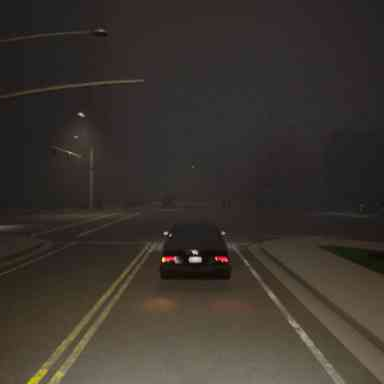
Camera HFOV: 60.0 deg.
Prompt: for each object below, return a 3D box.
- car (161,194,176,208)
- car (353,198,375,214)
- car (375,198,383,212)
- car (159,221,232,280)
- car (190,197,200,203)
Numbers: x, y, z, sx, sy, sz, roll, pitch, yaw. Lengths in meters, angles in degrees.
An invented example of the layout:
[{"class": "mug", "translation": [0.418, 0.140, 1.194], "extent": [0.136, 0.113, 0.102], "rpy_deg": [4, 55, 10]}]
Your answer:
[{"class": "car", "translation": [-3.603, 1.410, 51.695], "extent": [2.150, 2.045, 5.566], "rpy_deg": [0, 0, 0]}, {"class": "car", "translation": [20.212, 1.438, 36.533], "extent": [4.553, 1.767, 2.097], "rpy_deg": [0, 0, -1]}, {"class": "car", "translation": [21.805, 1.285, 33.047], "extent": [5.566, 2.045, 2.150], "rpy_deg": [0, 0, -1]}, {"class": "car", "translation": [0.079, 1.585, 10.036], "extent": [2.033, 1.411, 5.357], "rpy_deg": [0, 0, 0]}, {"class": "car", "translation": [0.724, 1.803, 76.665], "extent": [1.812, 1.442, 4.674], "rpy_deg": [0, 0, 12]}]
